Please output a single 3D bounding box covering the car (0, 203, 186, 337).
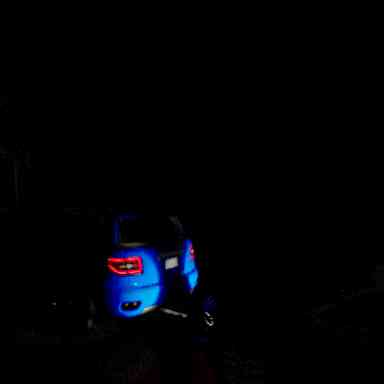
[{"bbox_3d":[-2.510,1.251,6.963,5.566,2.045,2.150,0,0,36],"label":"car"}]

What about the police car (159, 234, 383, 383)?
[{"bbox_3d":[2.299,1.448,3.506,5.238,1.638,1.930,0,0,36],"label":"police car"}]
